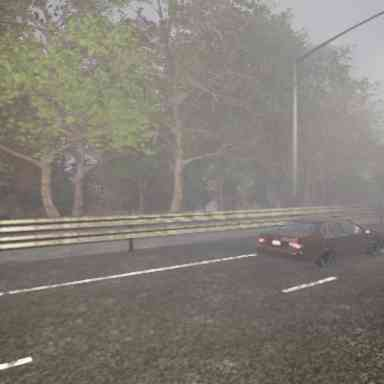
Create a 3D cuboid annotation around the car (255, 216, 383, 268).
[{"bbox_3d":[4.530,1.551,11.335,5.357,1.411,2.033,0,0,-36],"label":"car"}]
